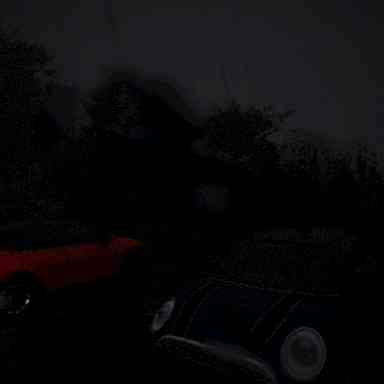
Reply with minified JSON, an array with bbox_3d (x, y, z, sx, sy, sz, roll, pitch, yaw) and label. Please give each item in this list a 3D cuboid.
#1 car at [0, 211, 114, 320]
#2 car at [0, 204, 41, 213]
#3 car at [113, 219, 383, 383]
[{"bbox_3d":[-3.075,1.431,7.913,2.185,1.767,4.553,-1,0,35],"label":"car"},{"bbox_3d":[-5.411,1.337,9.650,2.435,2.045,5.566,-1,0,35],"label":"car"},{"bbox_3d":[1.395,1.371,4.804,2.185,1.767,4.553,-1,0,35],"label":"car"}]
